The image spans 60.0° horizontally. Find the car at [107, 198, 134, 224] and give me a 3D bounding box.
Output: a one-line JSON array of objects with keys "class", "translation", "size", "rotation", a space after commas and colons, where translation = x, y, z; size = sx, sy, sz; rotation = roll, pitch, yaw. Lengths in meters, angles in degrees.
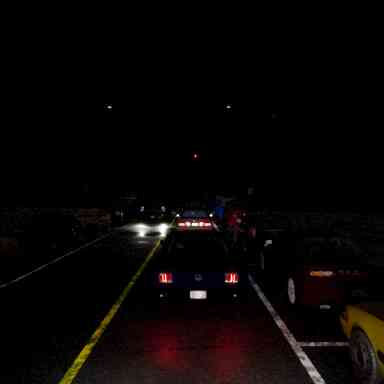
[{"class": "car", "translation": [-5.715, 1.443, 24.080], "size": [1.967, 1.590, 4.097], "rotation": [0, 0, 0]}]

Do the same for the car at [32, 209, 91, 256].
[{"class": "car", "translation": [-5.738, 1.567, 13.205], "size": [1.947, 1.339, 4.313], "rotation": [0, 0, 0]}]

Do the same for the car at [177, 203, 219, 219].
[{"class": "car", "translation": [0.134, 1.549, 17.930], "size": [2.033, 1.411, 5.357], "rotation": [0, 0, 0]}]

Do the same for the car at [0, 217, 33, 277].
[{"class": "car", "translation": [-5.750, 1.526, 7.598], "size": [1.752, 1.417, 4.829], "rotation": [0, 0, 0]}]

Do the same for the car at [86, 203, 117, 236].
[{"class": "car", "translation": [-5.727, 1.527, 18.473], "size": [1.752, 1.417, 4.829], "rotation": [0, 0, 0]}]

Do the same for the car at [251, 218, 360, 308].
[{"class": "car", "translation": [2.776, 1.545, 7.750], "size": [1.887, 1.381, 4.507], "rotation": [0, 0, 0]}]

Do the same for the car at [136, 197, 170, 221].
[{"class": "car", "translation": [-2.945, 1.278, 26.926], "size": [2.097, 1.767, 4.553], "rotation": [0, 0, 0]}]

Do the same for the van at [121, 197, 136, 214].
[{"class": "van", "translation": [-5.704, 1.346, 29.518], "size": [1.690, 1.788, 3.998], "rotation": [0, 0, 0]}]

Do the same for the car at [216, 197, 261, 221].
[{"class": "car", "translation": [2.799, 1.317, 18.625], "size": [2.192, 1.841, 5.009], "rotation": [0, 0, 0]}]

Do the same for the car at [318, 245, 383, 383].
[{"class": "car", "translation": [2.765, 1.525, 2.482], "size": [1.752, 1.417, 4.829], "rotation": [0, 0, 0]}]

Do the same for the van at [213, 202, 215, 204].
[{"class": "van", "translation": [2.822, 1.346, 29.500], "size": [1.690, 1.788, 3.998], "rotation": [0, 0, 0]}]

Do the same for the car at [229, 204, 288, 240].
[{"class": "car", "translation": [2.787, 1.441, 13.187], "size": [1.967, 1.590, 4.097], "rotation": [0, 0, 0]}]

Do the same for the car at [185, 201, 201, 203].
[{"class": "car", "translation": [0.055, 1.482, 27.758], "size": [1.882, 1.535, 5.008], "rotation": [0, 0, 0]}]

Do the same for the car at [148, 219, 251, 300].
[{"class": "car", "translation": [0.118, 1.601, 8.340], "size": [1.895, 1.301, 4.718], "rotation": [0, 0, 0]}]
